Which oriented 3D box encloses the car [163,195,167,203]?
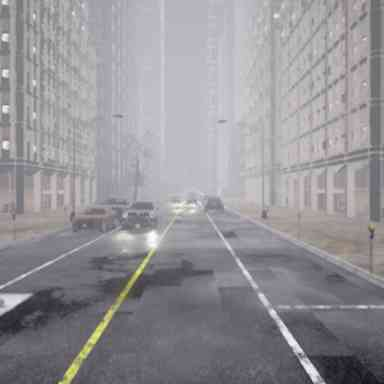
[{"bbox_3d":[-5.697,1.496,54.058,2.008,1.369,4.403,0,0,0],"label":"car"}]

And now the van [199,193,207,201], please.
[{"bbox_3d":[2.683,1.222,82.548,1.690,1.788,3.998,0,0,0],"label":"van"}]

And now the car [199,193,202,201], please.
[{"bbox_3d":[2.683,1.260,54.055,2.192,1.841,5.009,0,0,0],"label":"car"}]

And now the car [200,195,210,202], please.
[{"bbox_3d":[2.684,1.462,71.153,2.008,1.369,4.403,0,0,0],"label":"car"}]

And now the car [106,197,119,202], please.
[{"bbox_3d":[-5.696,1.300,25.566,2.192,1.841,5.009,0,0,0],"label":"car"}]

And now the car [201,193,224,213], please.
[{"bbox_3d":[2.384,1.326,37.161,2.097,1.767,4.553,0,0,0],"label":"car"}]

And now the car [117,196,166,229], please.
[{"bbox_3d":[-3.101,1.341,21.281,2.097,1.767,4.553,0,0,0],"label":"car"}]

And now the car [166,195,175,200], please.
[{"bbox_3d":[-5.698,1.430,88.248,1.947,1.339,4.313,0,0,0],"label":"car"}]

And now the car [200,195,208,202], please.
[{"bbox_3d":[2.683,1.478,76.851,1.802,1.307,4.206,0,0,0],"label":"car"}]

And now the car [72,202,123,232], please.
[{"bbox_3d":[-5.695,1.535,19.867,1.887,1.381,4.507,0,0,0],"label":"car"}]

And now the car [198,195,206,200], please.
[{"bbox_3d":[2.683,1.409,88.247,1.887,1.381,4.507,0,0,0],"label":"car"}]

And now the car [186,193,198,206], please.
[{"bbox_3d":[-0.003,1.435,55.219,2.128,1.511,4.902,0,0,0],"label":"car"}]

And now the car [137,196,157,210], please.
[{"bbox_3d":[-5.696,1.403,42.660,1.967,1.590,4.097,0,0,0],"label":"car"}]

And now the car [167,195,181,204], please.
[{"bbox_3d":[-3.037,1.408,62.160,1.882,1.535,5.008,0,0,1],"label":"car"}]

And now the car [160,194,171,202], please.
[{"bbox_3d":[-5.698,1.351,71.154,1.967,1.590,4.097,0,0,0],"label":"car"}]
